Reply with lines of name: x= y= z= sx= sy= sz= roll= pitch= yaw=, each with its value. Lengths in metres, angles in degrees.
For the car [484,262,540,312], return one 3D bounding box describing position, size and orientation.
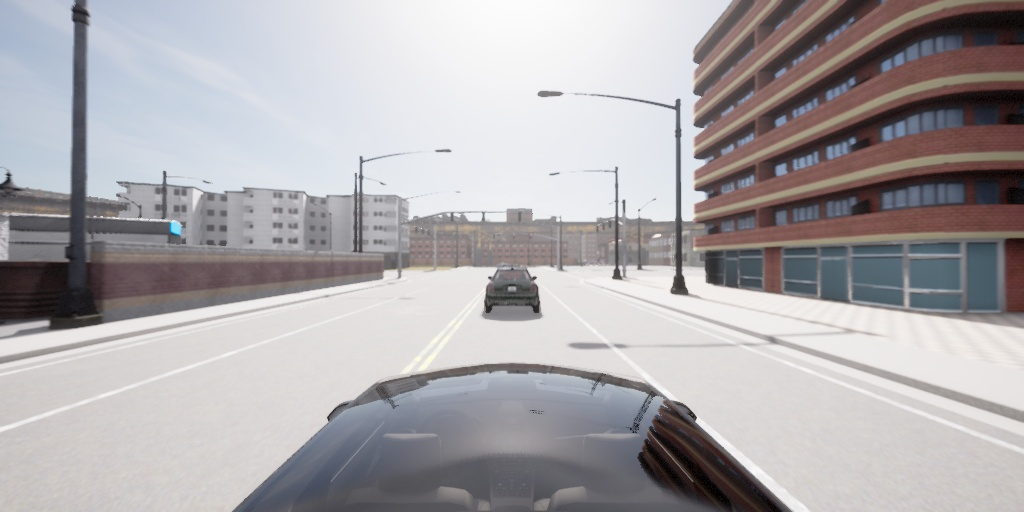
car: x=0.020 y=1.248 z=15.259 sx=2.097 sy=1.767 sz=4.553 roll=0 pitch=-1 yaw=0
